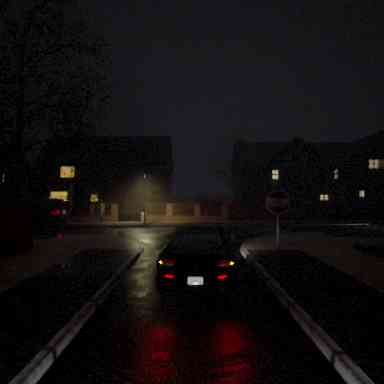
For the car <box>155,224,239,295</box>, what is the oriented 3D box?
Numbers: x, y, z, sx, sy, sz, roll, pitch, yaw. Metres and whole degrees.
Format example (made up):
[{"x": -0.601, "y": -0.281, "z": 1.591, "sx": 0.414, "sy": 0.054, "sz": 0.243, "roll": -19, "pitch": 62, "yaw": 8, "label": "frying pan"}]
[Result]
[{"x": 0.192, "y": 1.556, "z": 8.735, "sx": 1.812, "sy": 1.442, "sz": 4.674, "roll": 0, "pitch": 0, "yaw": 3, "label": "car"}]

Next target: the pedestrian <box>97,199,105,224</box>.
[{"x": -6.736, "y": 1.442, "z": 24.662, "sx": 0.375, "sy": 1.860, "sz": 0.375, "roll": 0, "pitch": -1, "yaw": 1, "label": "pedestrian"}]

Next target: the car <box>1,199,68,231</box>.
[{"x": -11.041, "y": 1.484, "z": 21.803, "sx": 5.566, "sy": 2.045, "sz": 2.150, "roll": -1, "pitch": -2, "yaw": 1, "label": "car"}]
